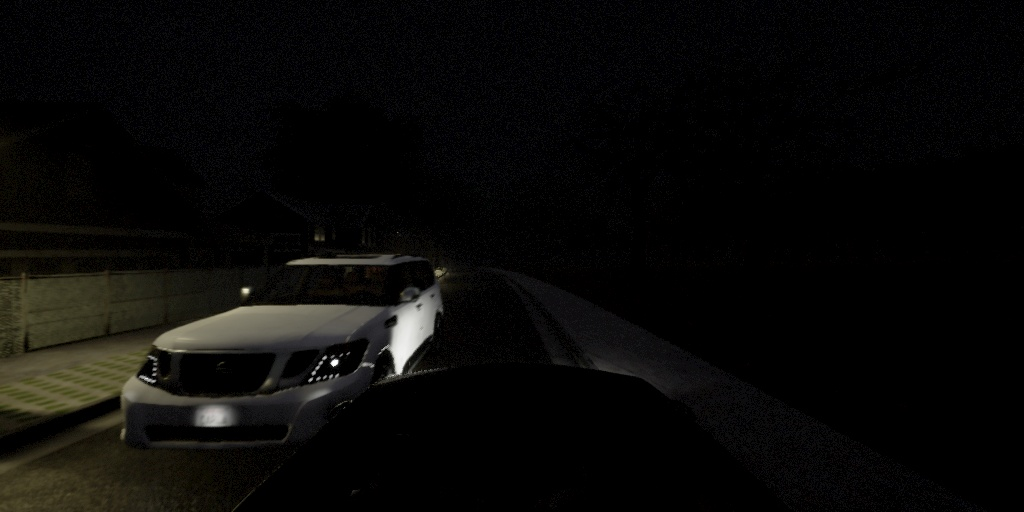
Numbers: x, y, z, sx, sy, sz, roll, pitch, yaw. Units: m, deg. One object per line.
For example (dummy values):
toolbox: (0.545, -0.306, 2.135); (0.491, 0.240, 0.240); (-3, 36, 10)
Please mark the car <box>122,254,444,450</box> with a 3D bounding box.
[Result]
car: (-2.504, 0.983, 5.716); (2.150, 2.045, 5.566); (0, 0, -1)
